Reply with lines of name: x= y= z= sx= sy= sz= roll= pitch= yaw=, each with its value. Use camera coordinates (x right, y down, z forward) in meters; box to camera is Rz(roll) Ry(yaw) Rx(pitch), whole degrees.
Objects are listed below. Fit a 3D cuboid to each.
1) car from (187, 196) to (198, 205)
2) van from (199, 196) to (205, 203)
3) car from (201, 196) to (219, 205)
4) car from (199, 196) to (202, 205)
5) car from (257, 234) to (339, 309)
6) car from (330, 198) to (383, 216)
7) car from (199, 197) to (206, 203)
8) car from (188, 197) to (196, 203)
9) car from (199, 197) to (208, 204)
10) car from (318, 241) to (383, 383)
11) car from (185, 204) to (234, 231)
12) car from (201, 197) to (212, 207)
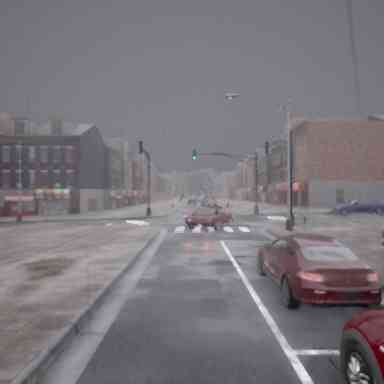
car: x=-0.005 y=1.918 z=70.055 sx=1.837 sy=1.490 sz=4.892 roll=0 pitch=0 yaw=0
van: x=2.621 y=1.924 z=88.219 sx=1.690 sy=1.788 sz=3.998 roll=-1 pitch=-1 yaw=0
car: x=2.627 y=1.677 z=45.000 sx=1.967 sy=1.590 sz=4.097 roll=-1 pitch=0 yaw=0
car: x=2.625 y=1.590 z=50.403 sx=2.192 sy=1.841 sz=5.009 roll=-1 pitch=0 yaw=0
car: x=2.633 y=1.610 z=7.657 sx=1.802 sy=1.307 sz=4.206 roll=0 pitch=0 yaw=0
car: x=14.141 y=1.211 z=28.167 sx=4.674 sy=1.442 sz=1.812 roll=-1 pitch=0 yaw=2
car: x=2.623 y=2.062 z=82.985 sx=1.752 sy=1.417 sz=4.829 roll=-1 pitch=-1 yaw=0
car: x=-0.006 y=1.871 z=80.476 sx=1.812 sy=1.442 sz=4.674 roll=0 pitch=-1 yaw=0
car: x=2.624 y=2.015 z=77.583 sx=1.752 sy=1.417 sz=4.829 roll=-1 pitch=0 yaw=0
car: x=2.633 y=1.448 z=2.191 sx=1.967 sy=1.590 sz=4.097 roll=0 pitch=0 yaw=0
car: x=1.281 y=1.692 z=21.622 sx=1.895 sy=1.301 sz=4.718 roll=0 pitch=0 yaw=21
car: x=2.625 y=1.796 z=61.207 sx=1.967 sy=1.590 sz=4.097 roll=-1 pitch=0 yaw=0
